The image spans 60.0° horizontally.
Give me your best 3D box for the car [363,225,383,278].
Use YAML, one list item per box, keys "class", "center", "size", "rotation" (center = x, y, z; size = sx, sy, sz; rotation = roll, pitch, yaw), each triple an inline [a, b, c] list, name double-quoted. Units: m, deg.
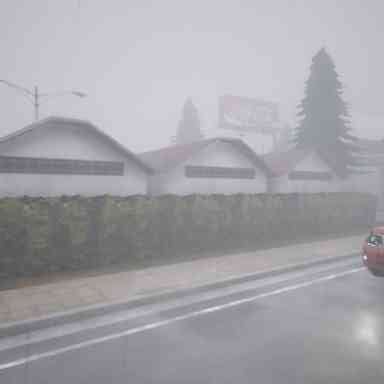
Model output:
- class: "car"
  center: [6.834, 1.155, 8.825]
  size: [5.566, 2.045, 2.150]
  rotation: [0, 0, -35]
